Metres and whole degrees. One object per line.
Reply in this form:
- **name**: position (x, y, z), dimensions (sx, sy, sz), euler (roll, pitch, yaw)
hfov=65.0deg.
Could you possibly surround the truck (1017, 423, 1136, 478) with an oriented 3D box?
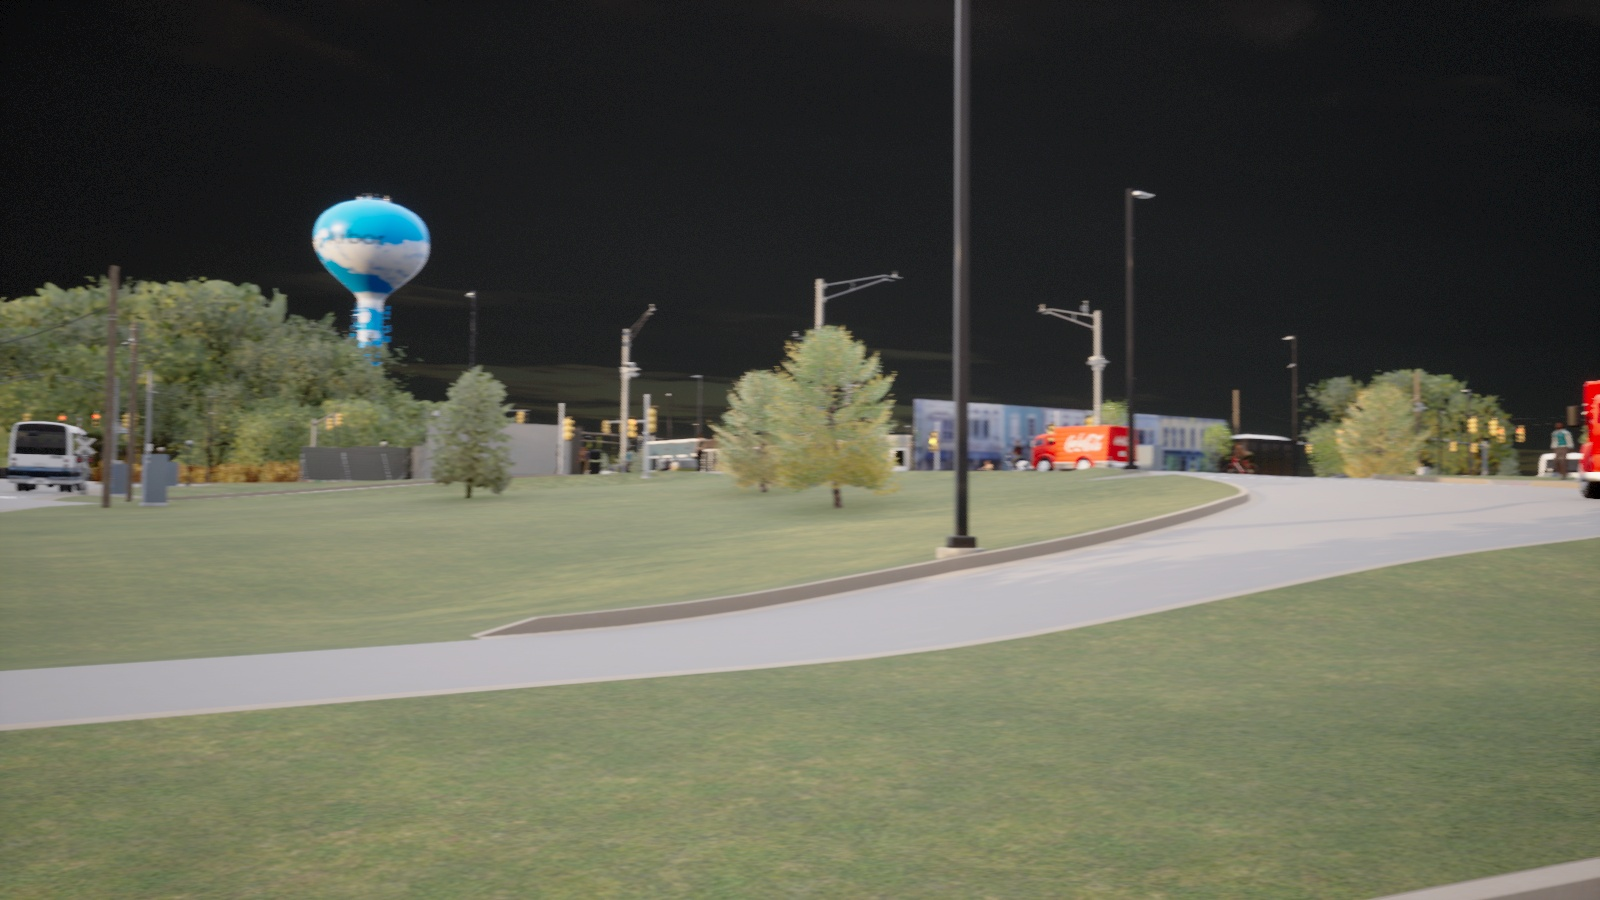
- **truck**: position (13.452, 0.087, 61.360), dimensions (2.627, 2.467, 5.204), euler (2, -3, -37)

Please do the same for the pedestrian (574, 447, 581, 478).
- **pedestrian**: position (-13.165, 0.735, 74.265), dimensions (0.328, 1.805, 0.869), euler (1, -3, -9)

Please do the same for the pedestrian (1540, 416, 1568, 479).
- **pedestrian**: position (23.499, -0.070, 39.124), dimensions (0.692, 1.930, 0.396), euler (2, -3, -27)

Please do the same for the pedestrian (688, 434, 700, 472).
- **pedestrian**: position (-5.160, 0.165, 61.106), dimensions (0.345, 1.836, 0.594), euler (2, -3, -31)

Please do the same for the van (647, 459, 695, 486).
- **van**: position (-9.860, 1.746, 95.755), dimensions (1.775, 1.987, 4.442), euler (2, -3, -32)

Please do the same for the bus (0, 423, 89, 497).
- **bus**: position (-47.711, 0.702, 79.294), dimensions (3.944, 4.253, 10.273), euler (2, -2, -25)

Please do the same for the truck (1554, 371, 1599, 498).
- **truck**: position (17.585, -0.299, 26.260), dimensions (2.627, 2.467, 5.204), euler (-2, -2, 36)
